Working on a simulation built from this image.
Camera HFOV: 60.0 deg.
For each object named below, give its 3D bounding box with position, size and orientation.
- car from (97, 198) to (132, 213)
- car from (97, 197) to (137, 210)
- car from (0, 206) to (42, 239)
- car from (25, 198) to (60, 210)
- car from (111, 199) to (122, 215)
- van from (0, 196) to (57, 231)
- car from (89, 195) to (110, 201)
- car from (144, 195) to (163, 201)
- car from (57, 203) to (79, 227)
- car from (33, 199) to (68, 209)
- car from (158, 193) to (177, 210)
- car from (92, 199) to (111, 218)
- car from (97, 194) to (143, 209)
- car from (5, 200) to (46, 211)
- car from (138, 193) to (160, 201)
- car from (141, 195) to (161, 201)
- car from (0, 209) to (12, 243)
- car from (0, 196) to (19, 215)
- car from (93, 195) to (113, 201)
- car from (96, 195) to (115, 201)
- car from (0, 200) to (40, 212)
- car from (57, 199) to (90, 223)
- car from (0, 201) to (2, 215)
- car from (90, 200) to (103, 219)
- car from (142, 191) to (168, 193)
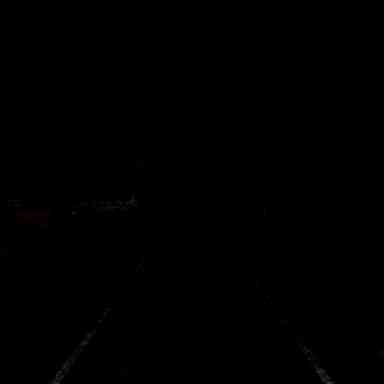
[{"bbox_3d":[-10.013,1.758,38.190,5.366,1.575,1.946,0,-1,0],"label":"car"},{"bbox_3d":[-10.372,1.832,43.743,5.366,1.575,1.946,0,-1,0],"label":"car"},{"bbox_3d":[-10.219,1.604,15.992,4.792,1.488,2.163,0,0,0],"label":"car"},{"bbox_3d":[-23.280,1.817,51.977,4.553,1.767,2.185,0,-1,0],"label":"car"},{"bbox_3d":[-10.026,1.685,32.517,5.366,1.575,1.946,0,-1,0],"label":"car"},{"bbox_3d":[-10.358,1.361,18.770,4.442,1.987,1.878,0,0,0],"label":"van"},{"bbox_3d":[-23.441,1.609,84.518,4.674,1.452,2.002,0,0,0],"label":"car"},{"bbox_3d":[-10.335,1.597,90.237,5.008,1.535,2.097,0,0,0],"label":"car"},{"bbox_3d":[-10.265,1.629,21.545,4.792,1.488,2.163,0,0,0],"label":"car"},{"bbox_3d":[-23.237,1.979,54.746,5.008,1.535,2.097,0,-1,0],"label":"car"},{"bbox_3d":[-3.357,1.548,49.170,2.150,2.045,5.566,0,-1,0],"label":"car"},{"bbox_3d":[-10.403,1.656,29.866,5.366,1.575,1.946,0,-1,0],"label":"car"},{"bbox_3d":[-10.209,1.621,46.522,5.566,2.045,2.435,0,-1,0],"label":"car"},{"bbox_3d":[-23.257,1.911,46.559,4.674,1.452,2.002,0,-1,0],"label":"car"},{"bbox_3d":[-10.337,1.586,81.887,4.792,1.488,2.163,0,0,0],"label":"car"},{"bbox_3d":[-10.387,1.602,84.671,4.792,1.488,2.163,0,0,0],"label":"car"},{"bbox_3d":[-10.225,1.591,13.216,4.792,1.488,2.163,0,0,0],"label":"car"},{"bbox_3d":[-23.307,1.509,38.254,5.566,2.045,2.435,0,-1,0],"label":"car"},{"bbox_3d":[-23.432,1.625,87.303,4.674,1.452,2.002,0,0,0],"label":"car"},{"bbox_3d":[-23.449,1.624,90.215,4.792,1.488,2.163,0,0,0],"label":"car"},{"bbox_3d":[-23.081,1.831,43.789,5.366,1.575,1.946,0,-1,0],"label":"car"},{"bbox_3d":[-10.261,1.489,24.319,4.553,1.767,2.185,0,0,0],"label":"car"},{"bbox_3d":[-23.256,1.753,35.481,4.792,1.488,2.163,0,-1,0],"label":"car"},{"bbox_3d":[-10.217,1.635,27.098,4.892,1.521,2.231,0,-1,0],"label":"car"},{"bbox_3d":[-10.361,1.345,93.030,5.566,2.045,2.435,0,0,0],"label":"car"}]
